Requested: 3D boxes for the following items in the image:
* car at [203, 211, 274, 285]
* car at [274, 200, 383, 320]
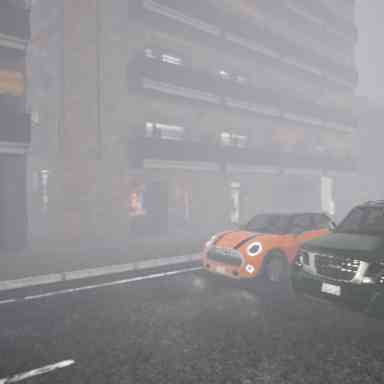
[{"bbox_3d":[2.501,1.347,9.667,4.553,1.767,2.097,0,0,-37],"label":"car"},{"bbox_3d":[4.447,1.217,7.054,5.566,2.045,2.150,0,0,-37],"label":"car"}]
